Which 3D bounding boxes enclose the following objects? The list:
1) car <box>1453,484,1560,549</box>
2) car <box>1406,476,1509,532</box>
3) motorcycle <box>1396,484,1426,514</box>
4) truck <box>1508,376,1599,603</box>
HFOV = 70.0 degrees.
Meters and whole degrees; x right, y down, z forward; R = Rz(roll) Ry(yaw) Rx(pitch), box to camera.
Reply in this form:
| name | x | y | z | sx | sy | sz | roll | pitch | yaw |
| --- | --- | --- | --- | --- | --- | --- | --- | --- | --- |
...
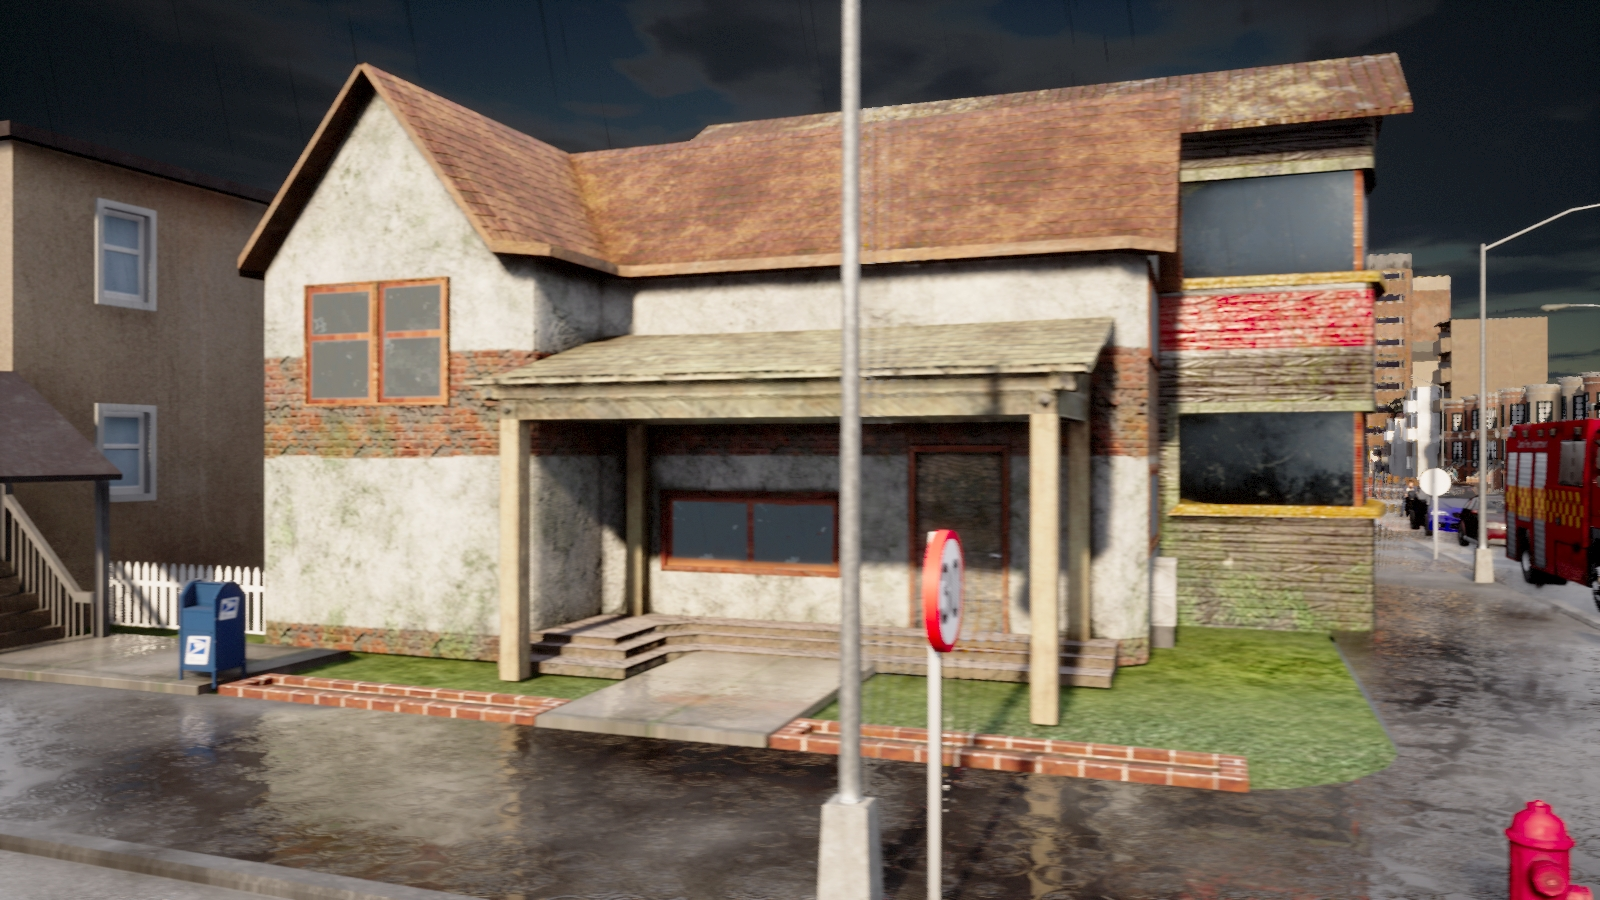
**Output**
| name | x | y | z | sx | sy | sz | roll | pitch | yaw |
| --- | --- | --- | --- | --- | --- | --- | --- | --- | --- |
| car | 19.600 | 1.801 | 31.852 | 1.789 | 1.549 | 3.705 | 0 | 0 | 20 |
| car | 22.005 | 1.750 | 38.436 | 2.242 | 1.667 | 4.611 | 0 | 0 | 20 |
| motorcycle | 25.144 | 1.996 | 47.045 | 0.803 | 1.145 | 2.033 | 0 | 0 | 20 |
| truck | 15.617 | 0.674 | 20.892 | 2.891 | 3.827 | 8.468 | 0 | 0 | 20 |
